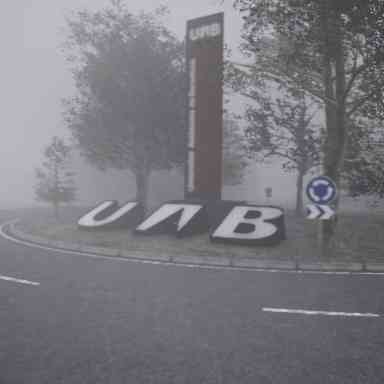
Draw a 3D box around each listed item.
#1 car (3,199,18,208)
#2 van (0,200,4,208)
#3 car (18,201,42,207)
[{"bbox_3d":[-34.997,2.578,66.652,4.792,1.488,2.163,-3,-2,36],"label":"car"},{"bbox_3d":[-39.547,2.591,69.946,4.442,1.987,1.878,-3,-2,36],"label":"van"},{"bbox_3d":[-30.539,2.327,63.447,4.674,1.452,2.002,-3,-4,36],"label":"car"}]
